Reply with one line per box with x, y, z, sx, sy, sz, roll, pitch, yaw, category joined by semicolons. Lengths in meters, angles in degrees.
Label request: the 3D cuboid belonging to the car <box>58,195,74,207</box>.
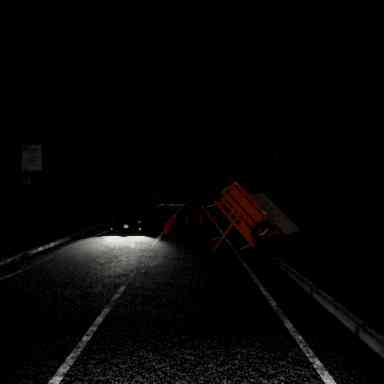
-21.887;1.623;52.816;4.674;1.452;2.002;0;-1;0;car

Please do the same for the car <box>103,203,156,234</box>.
-3.336;1.547;18.754;1.994;1.385;4.181;0;0;0;car

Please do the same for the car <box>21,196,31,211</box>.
-21.898;1.513;38.896;4.674;1.452;2.002;0;0;0;car

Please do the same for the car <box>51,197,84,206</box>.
-21.886;1.634;58.388;5.008;1.535;2.097;0;-1;0;car

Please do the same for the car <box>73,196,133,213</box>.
-8.817;1.450;33.287;4.892;1.521;2.231;0;0;0;car

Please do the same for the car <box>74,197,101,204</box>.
-21.893;1.741;69.527;5.008;1.535;2.097;0;-1;0;car

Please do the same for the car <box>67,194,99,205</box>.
-21.869;1.460;66.743;5.566;2.045;2.435;0;-1;0;car

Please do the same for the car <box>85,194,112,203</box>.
-21.876;1.585;77.760;5.566;2.045;2.435;0;-1;0;car

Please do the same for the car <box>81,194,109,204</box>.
-21.873;1.552;75.098;5.566;2.045;2.435;0;-1;0;car

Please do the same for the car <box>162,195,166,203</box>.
-8.816;1.772;72.527;5.008;1.535;2.097;0;-1;0;car

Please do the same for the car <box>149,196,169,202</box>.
-8.826;1.978;89.343;5.008;1.535;2.097;0;-1;0;car

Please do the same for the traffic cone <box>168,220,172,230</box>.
-1.366;1.939;17.820;0.340;0.580;0.340;0;0;0;traffic cone

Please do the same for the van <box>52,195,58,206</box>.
-22.006;1.307;47.247;4.442;1.987;1.878;0;0;0;van

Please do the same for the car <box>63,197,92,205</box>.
-21.924;1.714;63.958;4.792;1.488;2.163;0;-1;0;car

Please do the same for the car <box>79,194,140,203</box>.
-8.848;1.208;36.089;5.566;2.045;2.435;0;0;0;car

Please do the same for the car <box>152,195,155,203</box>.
-8.804;1.585;52.906;4.892;1.521;2.231;0;-1;0;car

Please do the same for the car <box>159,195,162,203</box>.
-8.842;1.408;61.318;5.566;2.045;2.435;0;-1;0;car

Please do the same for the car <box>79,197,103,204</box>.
-21.898;1.810;72.187;4.674;1.452;2.002;0;-1;0;car

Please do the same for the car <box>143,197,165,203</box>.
-8.854;1.870;78.130;4.792;1.488;2.163;0;-1;0;car

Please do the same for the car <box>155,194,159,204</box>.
-8.807;1.634;58.512;5.008;1.535;2.097;0;-1;0;car

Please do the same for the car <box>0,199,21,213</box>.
-21.904;1.459;36.109;5.008;1.535;2.097;0;0;0;car

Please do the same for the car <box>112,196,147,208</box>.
-8.778;1.407;47.299;4.553;1.767;2.185;0;-1;0;car

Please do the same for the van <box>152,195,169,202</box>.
-8.717;1.786;92.149;4.442;1.987;1.878;0;-1;0;van

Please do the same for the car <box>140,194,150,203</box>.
-8.840;1.260;44.499;5.566;2.045;2.435;0;0;0;car

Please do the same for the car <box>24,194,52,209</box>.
-21.860;1.385;44.466;4.553;1.767;2.185;0;0;0;car

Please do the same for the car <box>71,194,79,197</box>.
-21.705;1.606;55.602;5.366;1.575;1.946;0;-1;0;car

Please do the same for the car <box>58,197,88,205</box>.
-21.864;1.689;61.173;4.792;1.488;2.163;0;-1;0;car

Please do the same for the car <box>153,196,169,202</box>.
-8.866;1.921;94.950;4.553;1.767;2.185;0;-1;0;car

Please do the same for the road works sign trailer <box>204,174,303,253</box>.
2.376;1.056;12.674;3.560;2.880;2.380;-5;45;-44;road works sign trailer

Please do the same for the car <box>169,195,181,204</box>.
-3.199;1.767;68.574;1.837;1.490;4.892;0;-1;0;car

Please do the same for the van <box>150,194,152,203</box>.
-8.694;1.332;50.104;4.442;1.987;1.878;0;-1;0;van

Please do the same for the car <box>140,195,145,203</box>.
-8.819;1.490;41.692;4.892;1.521;2.231;0;0;0;car
